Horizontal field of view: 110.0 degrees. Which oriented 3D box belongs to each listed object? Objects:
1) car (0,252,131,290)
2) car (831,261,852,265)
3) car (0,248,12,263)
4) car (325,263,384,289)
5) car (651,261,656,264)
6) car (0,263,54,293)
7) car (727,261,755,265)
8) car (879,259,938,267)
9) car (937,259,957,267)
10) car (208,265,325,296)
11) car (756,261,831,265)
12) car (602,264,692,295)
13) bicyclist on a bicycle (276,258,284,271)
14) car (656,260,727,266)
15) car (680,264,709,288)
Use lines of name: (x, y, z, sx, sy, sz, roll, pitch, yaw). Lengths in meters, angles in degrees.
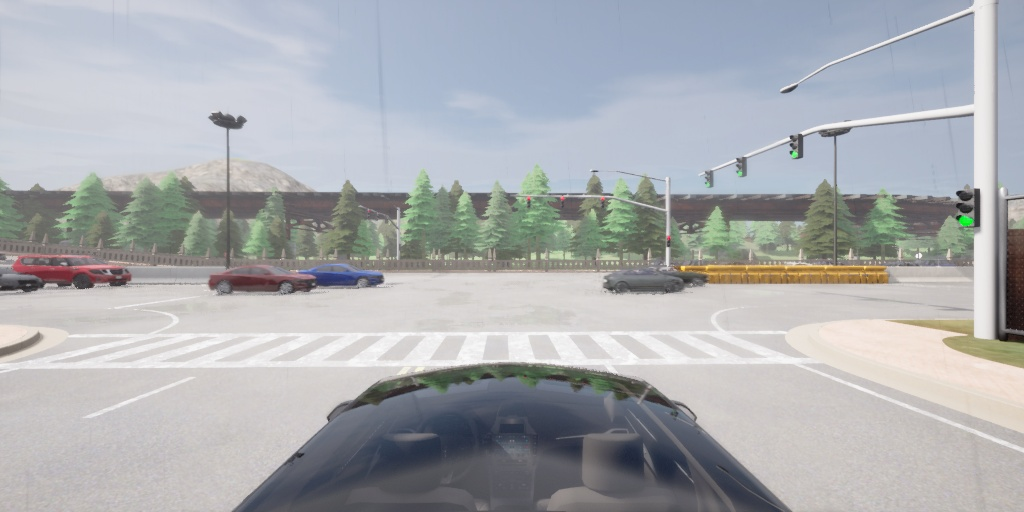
car: (-26.929, 0.960, 21.951, 5.566, 2.045, 2.150, 0, 0, -2)
car: (30.021, 1.241, 34.410, 4.902, 1.511, 2.128, 0, 0, -2)
car: (-53.633, -0.302, 35.409, 5.357, 1.411, 2.033, 7, 0, -2)
car: (-10.635, 1.227, 22.449, 5.008, 1.535, 1.882, 0, 0, -2)
car: (15.582, 1.241, 37.468, 4.902, 1.511, 2.128, 0, 0, -2)
car: (-27.360, 1.242, 18.435, 4.892, 1.490, 1.837, 0, 0, -2)
car: (20.523, 1.255, 34.119, 4.892, 1.490, 1.837, 0, 0, -2)
car: (33.224, 1.255, 31.006, 4.892, 1.490, 1.837, 0, 0, -2)
car: (39.989, 1.102, 34.704, 4.553, 1.767, 2.097, 0, 0, -2)
car: (-12.989, 1.227, 18.876, 5.008, 1.535, 1.882, 0, 0, -2)
car: (24.017, 1.276, 30.708, 4.674, 1.442, 1.812, 0, 0, -2)
car: (7.046, 1.314, 19.495, 4.181, 1.385, 1.994, 0, 0, -2)
bicyclist on a bicycle: (-28.446, 1.041, 43.896, 0.582, 1.620, 1.656, 0, 0, -2)
car: (15.188, 1.102, 30.453, 4.553, 1.767, 2.097, 0, 0, -2)
car: (9.965, 1.351, 23.088, 4.718, 1.301, 1.895, 0, 0, -2)
